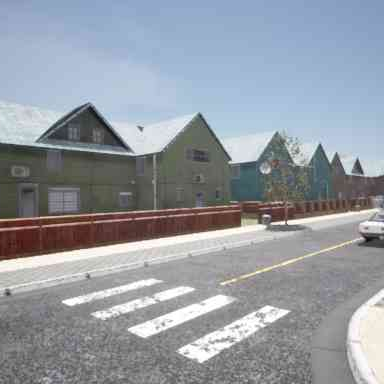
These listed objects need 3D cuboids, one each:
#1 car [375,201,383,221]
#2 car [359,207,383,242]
[{"bbox_3d":[16.767,1.457,26.966,2.033,1.411,5.357,-2,-1,44],"label":"car"},{"bbox_3d":[9.202,1.506,14.879,1.895,1.301,4.718,-2,-1,44],"label":"car"}]
